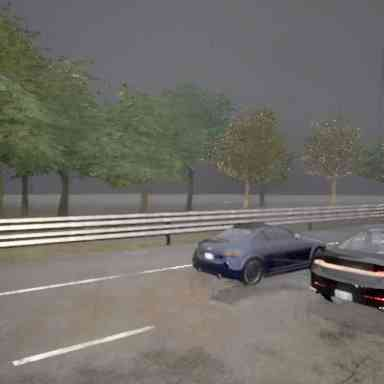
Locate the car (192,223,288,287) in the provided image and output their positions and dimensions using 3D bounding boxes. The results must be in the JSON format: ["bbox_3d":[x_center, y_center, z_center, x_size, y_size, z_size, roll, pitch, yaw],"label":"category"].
[{"bbox_3d":[2.061,1.589,9.514,4.181,1.385,1.994,0,0,-35],"label":"car"}]

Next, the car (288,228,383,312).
[{"bbox_3d":[4.503,1.518,6.959,4.902,1.511,2.128,0,0,-35],"label":"car"}]
